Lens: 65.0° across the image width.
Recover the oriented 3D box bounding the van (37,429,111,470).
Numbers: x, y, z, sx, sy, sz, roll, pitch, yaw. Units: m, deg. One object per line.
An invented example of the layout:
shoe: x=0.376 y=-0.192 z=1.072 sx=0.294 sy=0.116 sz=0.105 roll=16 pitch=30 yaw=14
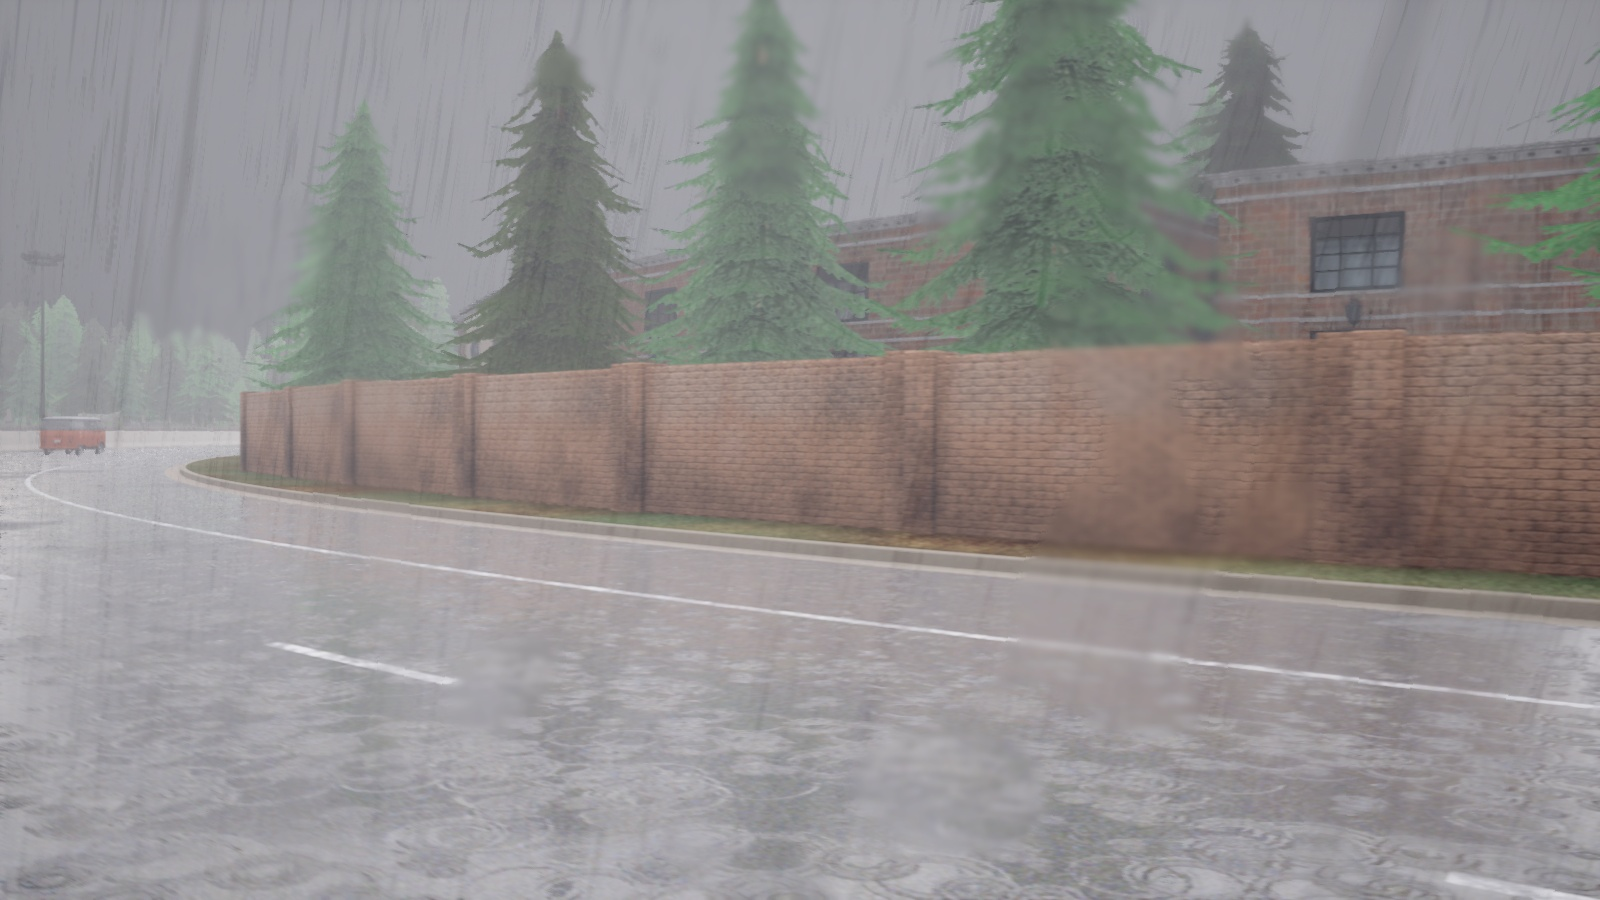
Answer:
van: x=-37.334 y=-0.056 z=64.692 sx=1.775 sy=1.987 sz=4.442 roll=-1 pitch=1 yaw=-9
